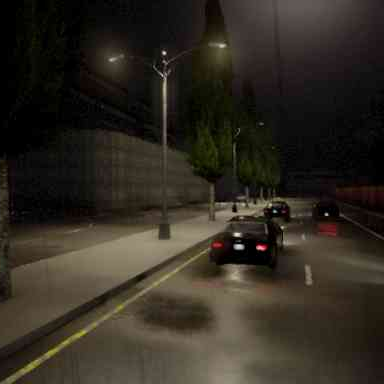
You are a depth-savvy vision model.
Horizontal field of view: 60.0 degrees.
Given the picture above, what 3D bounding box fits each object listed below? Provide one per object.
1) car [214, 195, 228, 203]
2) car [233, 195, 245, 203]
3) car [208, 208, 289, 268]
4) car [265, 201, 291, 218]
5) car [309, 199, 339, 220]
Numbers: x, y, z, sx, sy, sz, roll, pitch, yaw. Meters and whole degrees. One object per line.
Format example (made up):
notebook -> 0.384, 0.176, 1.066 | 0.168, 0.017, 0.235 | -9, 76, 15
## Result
car -> 5.239, 1.186, 59.841 | 1.812, 1.442, 4.674 | 0, 0, 18
car -> 8.606, 1.188, 58.903 | 1.812, 1.442, 4.674 | 0, 0, 18
car -> 2.008, 1.483, 11.162 | 2.033, 1.411, 5.357 | 0, 0, 18
car -> 6.535, 1.398, 25.515 | 2.033, 1.411, 5.357 | 0, 0, 18
car -> 10.538, 1.346, 26.509 | 1.837, 1.490, 4.892 | 0, 1, 18
